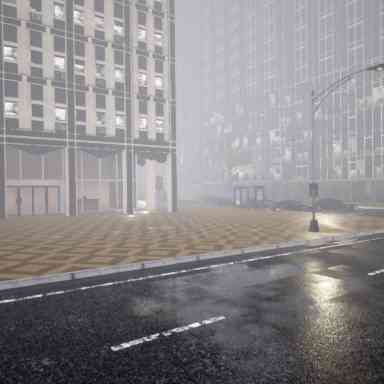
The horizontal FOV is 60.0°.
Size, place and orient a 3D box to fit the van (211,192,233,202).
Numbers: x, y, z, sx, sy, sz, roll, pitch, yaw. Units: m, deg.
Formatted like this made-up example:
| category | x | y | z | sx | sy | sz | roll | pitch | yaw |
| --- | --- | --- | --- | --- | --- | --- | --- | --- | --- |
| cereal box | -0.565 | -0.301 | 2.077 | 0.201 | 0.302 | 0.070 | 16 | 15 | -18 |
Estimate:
| category | x | y | z | sx | sy | sz | roll | pitch | yaw |
| --- | --- | --- | --- | --- | --- | --- | --- | --- | --- |
| van | 5.335 | 0.855 | 59.162 | 1.690 | 1.788 | 3.998 | 0 | 1 | -35 |

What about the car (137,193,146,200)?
| category | x | y | z | sx | sy | sz | roll | pitch | yaw |
| --- | --- | --- | --- | --- | --- | --- | --- | --- | --- |
| car | -11.236 | 1.039 | 68.459 | 2.008 | 1.369 | 4.403 | 0 | 1 | -35 |

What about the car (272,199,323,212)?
| category | x | y | z | sx | sy | sz | roll | pitch | yaw |
| --- | --- | --- | --- | --- | --- | --- | --- | --- | --- |
| car | 11.217 | 1.423 | 35.615 | 1.947 | 1.339 | 4.313 | 0 | 1 | -35 |

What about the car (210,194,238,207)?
| category | x | y | z | sx | sy | sz | roll | pitch | yaw |
| --- | --- | --- | --- | --- | --- | --- | --- | --- | --- |
| car | 4.833 | 1.319 | 45.023 | 1.947 | 1.339 | 4.313 | 0 | 1 | -35 |

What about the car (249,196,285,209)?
| category | x | y | z | sx | sy | sz | roll | pitch | yaw |
| --- | --- | --- | --- | --- | --- | --- | --- | --- | --- |
| car | 9.578 | 1.316 | 42.773 | 1.994 | 1.385 | 4.181 | -1 | 1 | -35 |

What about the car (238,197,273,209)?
| category | x | y | z | sx | sy | sz | roll | pitch | yaw |
| --- | --- | --- | --- | --- | --- | --- | --- | --- | --- |
| car | 8.008 | 1.388 | 40.309 | 1.802 | 1.307 | 4.206 | 0 | 1 | -35 |

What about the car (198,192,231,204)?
| category | x | y | z | sx | sy | sz | roll | pitch | yaw |
| --- | --- | --- | --- | --- | --- | --- | --- | --- | --- |
| car | 3.688 | 1.205 | 51.348 | 2.033 | 1.411 | 5.357 | -1 | 1 | -34 |

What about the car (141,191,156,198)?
| category | x | y | z | sx | sy | sz | roll | pitch | yaw |
| --- | --- | --- | --- | --- | --- | --- | --- | --- | --- |
| car | -10.779 | 0.685 | 82.571 | 1.967 | 1.590 | 4.097 | 0 | 1 | -35 |

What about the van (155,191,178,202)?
| category | x | y | z | sx | sy | sz | roll | pitch | yaw |
| --- | --- | --- | --- | --- | --- | --- | --- | --- | --- |
| van | -4.790 | 0.936 | 59.093 | 1.690 | 1.788 | 3.998 | 0 | 1 | -35 |

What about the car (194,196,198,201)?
| category | x | y | z | sx | sy | sz | roll | pitch | yaw |
| --- | --- | --- | --- | --- | --- | --- | --- | --- | --- |
| car | 2.113 | 1.043 | 63.846 | 1.802 | 1.307 | 4.206 | 0 | 1 | -35 |

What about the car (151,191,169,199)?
| category | x | y | z | sx | sy | sz | roll | pitch | yaw |
| --- | --- | --- | --- | --- | --- | --- | --- | --- | --- |
| car | -7.556 | 0.614 | 77.888 | 2.192 | 1.841 | 5.009 | 0 | 1 | -35 |

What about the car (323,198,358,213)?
| category | x | y | z | sx | sy | sz | roll | pitch | yaw |
| --- | --- | --- | --- | --- | --- | --- | --- | --- | --- |
| car | 14.976 | 1.364 | 34.936 | 1.812 | 1.442 | 4.674 | -1 | 1 | -34 |
